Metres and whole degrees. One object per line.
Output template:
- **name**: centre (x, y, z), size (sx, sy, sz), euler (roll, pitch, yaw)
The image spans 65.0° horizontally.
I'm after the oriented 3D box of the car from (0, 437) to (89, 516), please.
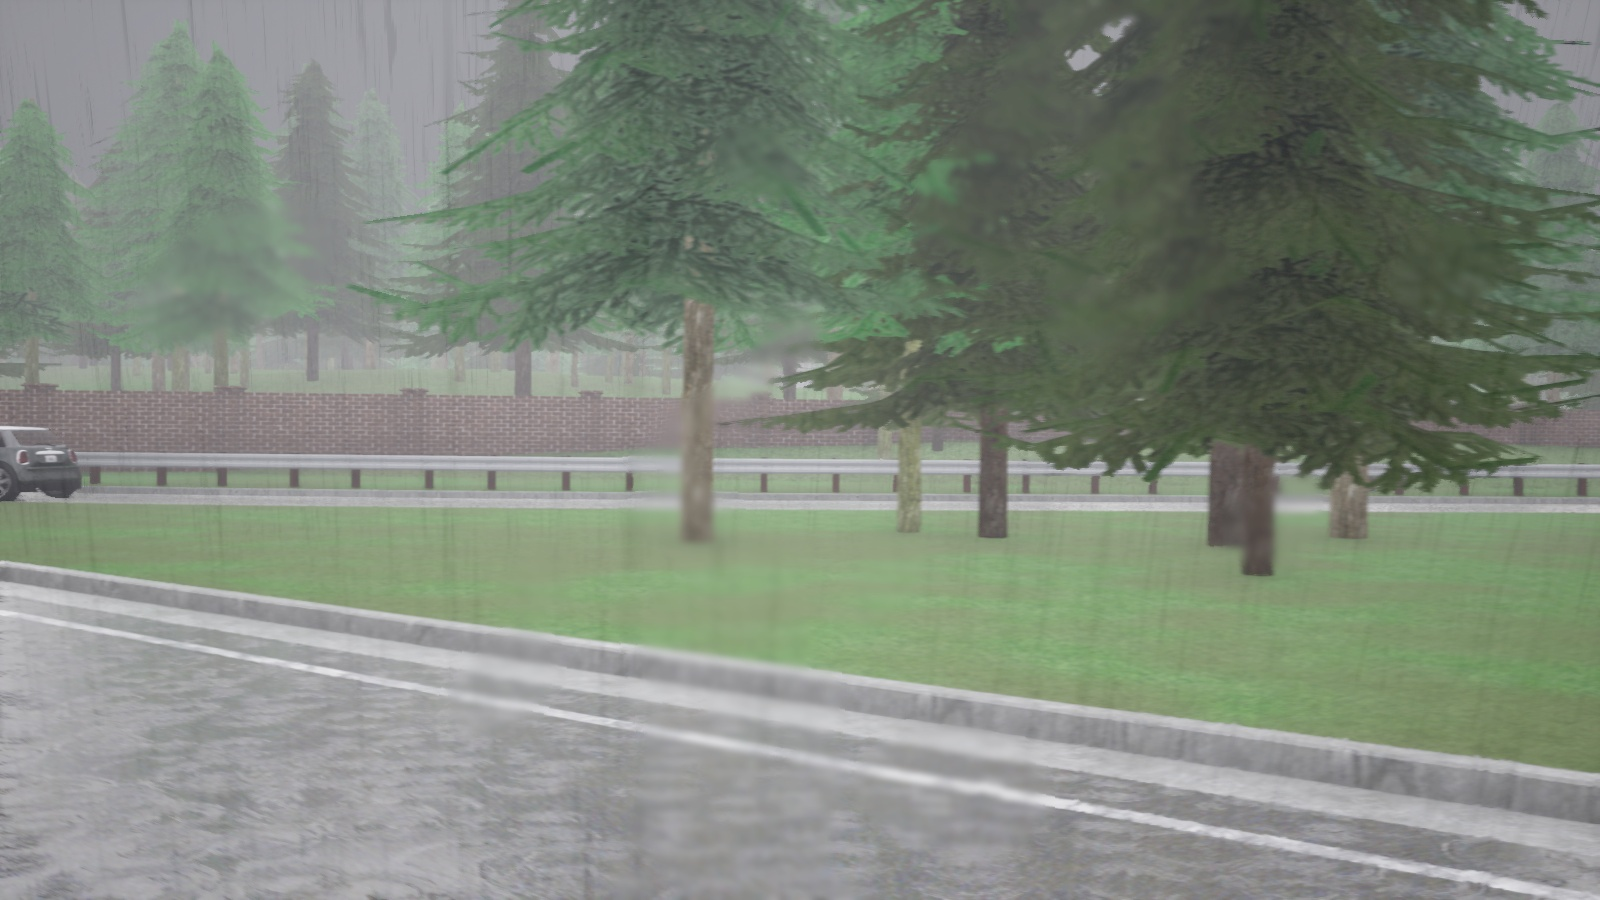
- **car**: centre (-16.614, 0.505, 25.035), size (3.806, 1.475, 1.970), euler (0, 1, 8)
